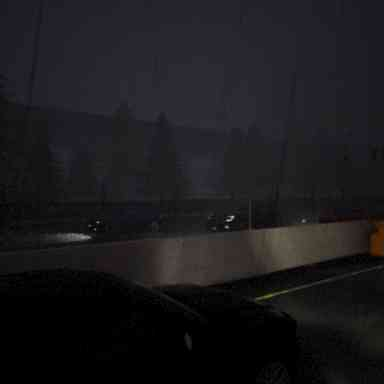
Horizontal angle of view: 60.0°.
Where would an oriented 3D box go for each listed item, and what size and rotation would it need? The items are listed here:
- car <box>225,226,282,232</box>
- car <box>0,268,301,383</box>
[{"bbox_3d":[3.030,1.359,18.979,4.553,1.767,2.097,0,0,-35],"label":"car"},{"bbox_3d":[-1.092,1.478,2.968,5.008,1.535,1.882,0,0,-35],"label":"car"}]
